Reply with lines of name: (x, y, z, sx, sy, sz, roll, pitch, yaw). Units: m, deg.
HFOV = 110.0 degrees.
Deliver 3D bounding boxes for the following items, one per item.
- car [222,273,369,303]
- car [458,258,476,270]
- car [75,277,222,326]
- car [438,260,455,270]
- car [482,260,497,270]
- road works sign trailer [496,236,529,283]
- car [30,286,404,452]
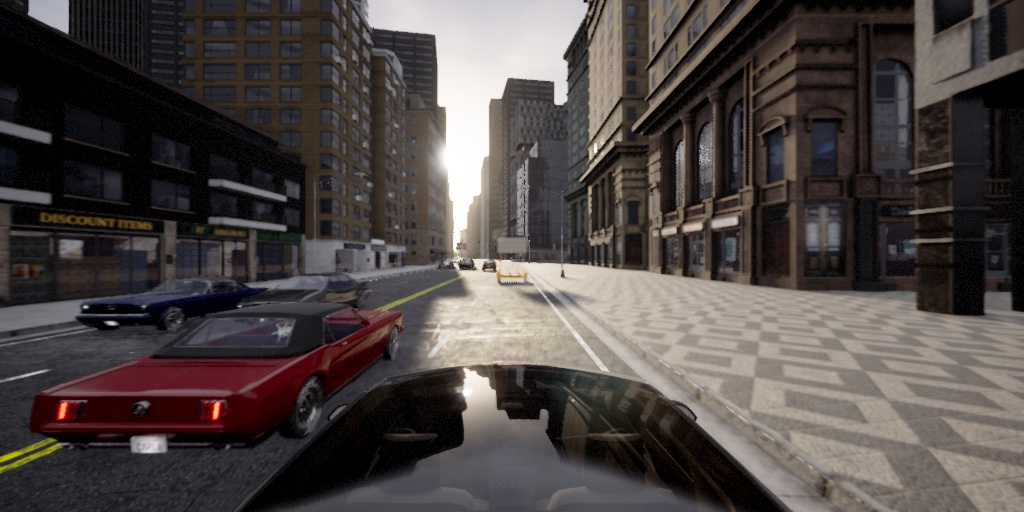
car: (-6.602, 1.298, 12.171, 2.033, 1.411, 5.357, 0, 0, 0)
car: (-6.575, 1.109, 52.594, 2.097, 1.767, 4.553, 0, 0, 0)
car: (-9.851, 1.352, 11.032, 1.895, 1.301, 4.718, 0, 0, 0)
car: (-9.812, 1.283, 53.668, 1.812, 1.442, 4.674, 0, 0, 0)
car: (-3.156, 1.282, 51.400, 1.812, 1.442, 4.674, 0, 0, 0)
road works sign trailer: (0.011, 0.217, 27.812, 2.380, 3.560, 2.880, 0, 0, 0)
car: (-3.149, 1.351, 5.336, 1.895, 1.301, 4.718, 0, 0, 0)
